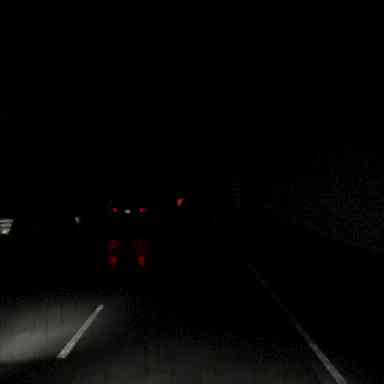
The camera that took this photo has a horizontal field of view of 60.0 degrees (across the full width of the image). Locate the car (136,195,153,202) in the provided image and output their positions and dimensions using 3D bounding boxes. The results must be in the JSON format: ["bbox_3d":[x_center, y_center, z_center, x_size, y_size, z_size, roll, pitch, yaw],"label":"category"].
[{"bbox_3d":[-9.178,1.271,64.536,1.895,1.301,4.718,0,0,-26],"label":"car"}]

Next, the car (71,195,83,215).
[{"bbox_3d":[-11.110,1.331,31.008,2.128,1.511,4.902,0,0,-5],"label":"car"}]

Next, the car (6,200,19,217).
[{"bbox_3d":[-14.451,1.327,29.206,1.882,1.535,5.008,0,0,-5],"label":"car"}]

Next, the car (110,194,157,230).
[{"bbox_3d":[-3.416,1.116,20.335,2.150,2.045,5.566,0,0,0],"label":"car"}]

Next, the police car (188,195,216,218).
[{"bbox_3d":[0.918,1.280,28.368,1.930,1.638,5.238,0,0,-3],"label":"police car"}]

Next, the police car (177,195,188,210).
[{"bbox_3d":[-0.199,1.225,39.005,1.930,1.638,5.238,0,0,-9],"label":"police car"}]

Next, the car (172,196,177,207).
[{"bbox_3d":[-1.403,1.119,45.167,2.097,1.767,4.553,0,0,-13],"label":"car"}]
